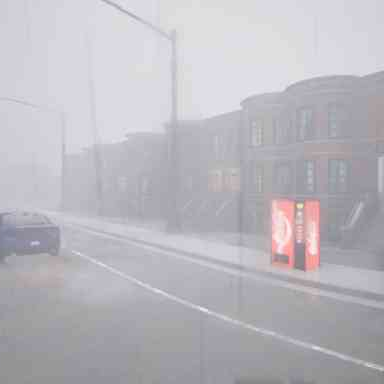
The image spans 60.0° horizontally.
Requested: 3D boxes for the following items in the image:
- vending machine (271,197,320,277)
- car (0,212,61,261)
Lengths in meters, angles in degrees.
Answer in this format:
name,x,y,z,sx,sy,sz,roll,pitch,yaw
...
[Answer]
name,x,y,z,sx,sy,sz,roll,pitch,yaw
vending machine,2.941,1.195,9.479,1.100,2.100,0.880,0,0,-40
car,-6.456,1.477,12.547,1.882,1.535,5.008,0,0,-36
